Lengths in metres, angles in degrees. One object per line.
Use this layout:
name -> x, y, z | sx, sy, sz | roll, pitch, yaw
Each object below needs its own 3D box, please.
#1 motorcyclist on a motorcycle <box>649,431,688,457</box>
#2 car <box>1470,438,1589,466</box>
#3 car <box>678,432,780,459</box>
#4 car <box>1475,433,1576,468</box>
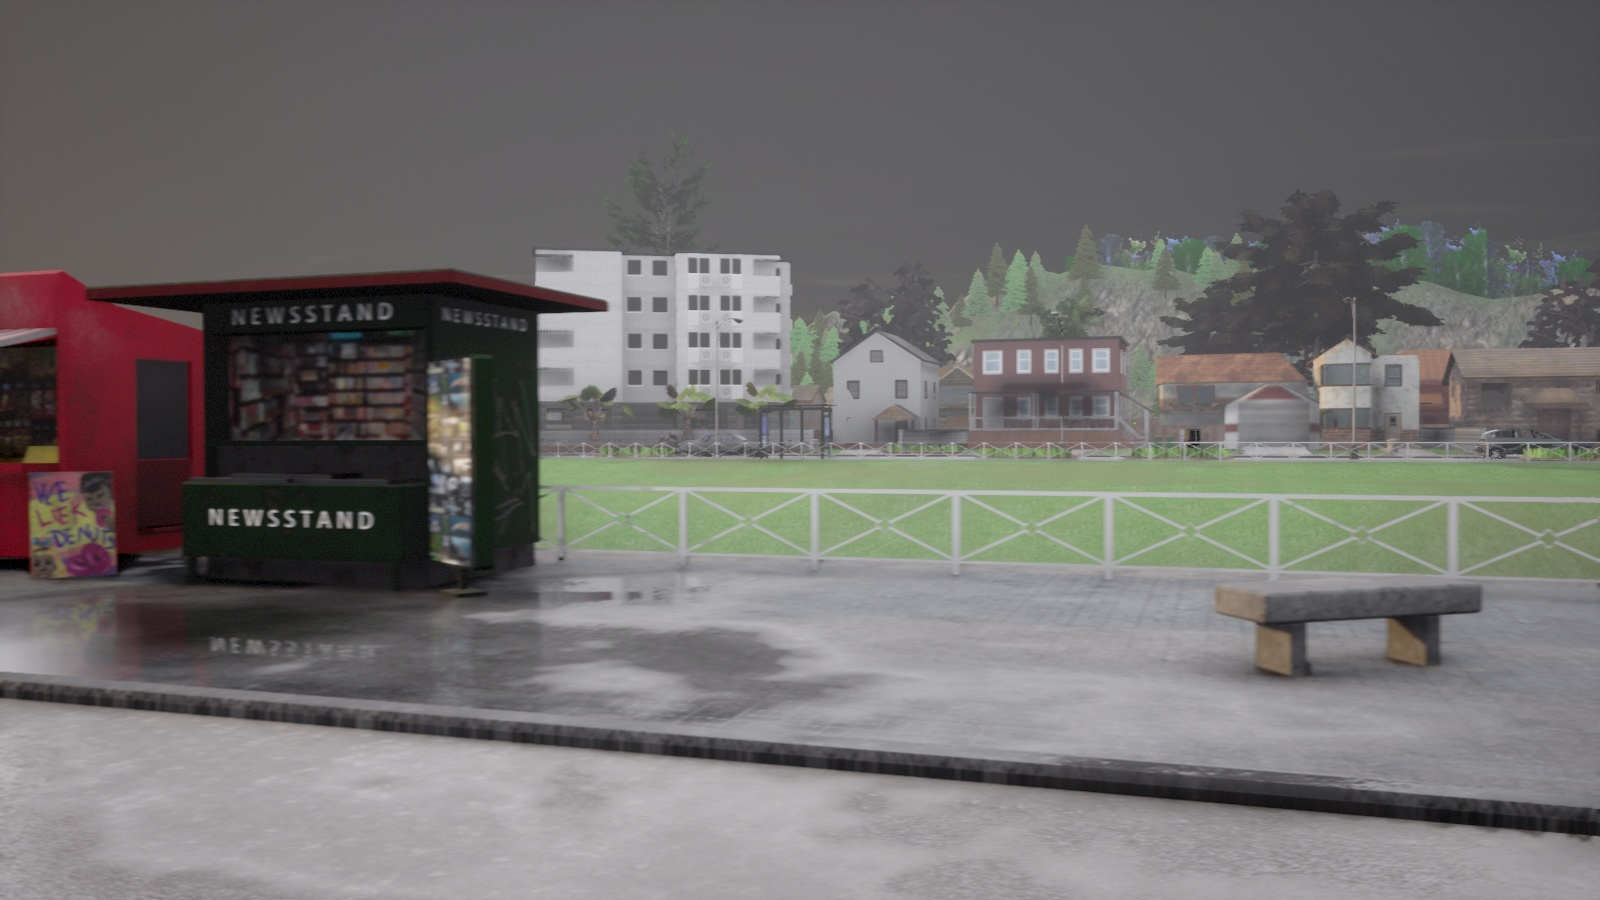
motorcyclist on a motorcycle -> -7.924, -0.381, 75.706 | 2.191, 1.530, 0.866 | 1, 1, 19
car -> 35.413, 0.082, 61.116 | 4.718, 1.301, 1.895 | 1, 1, 19
car -> -3.967, -0.264, 70.153 | 5.357, 1.411, 2.033 | 1, 1, 19
car -> 33.241, 0.007, 57.625 | 3.705, 1.549, 1.789 | 0, 1, 19
